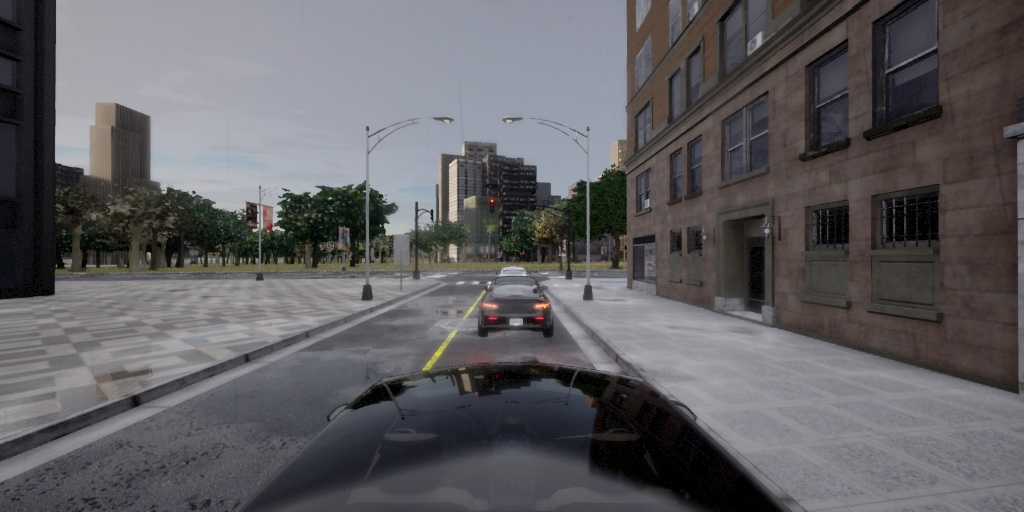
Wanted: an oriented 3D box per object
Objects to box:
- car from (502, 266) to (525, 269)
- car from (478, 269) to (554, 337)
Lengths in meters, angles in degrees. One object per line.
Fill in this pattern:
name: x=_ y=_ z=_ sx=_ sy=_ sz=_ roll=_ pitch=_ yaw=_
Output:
car: x=0.064 y=1.277 z=19.208 sx=1.812 sy=1.442 sz=4.674 roll=0 pitch=0 yaw=0
car: x=0.083 y=1.276 z=10.148 sx=1.812 sy=1.442 sz=4.674 roll=0 pitch=0 yaw=0
